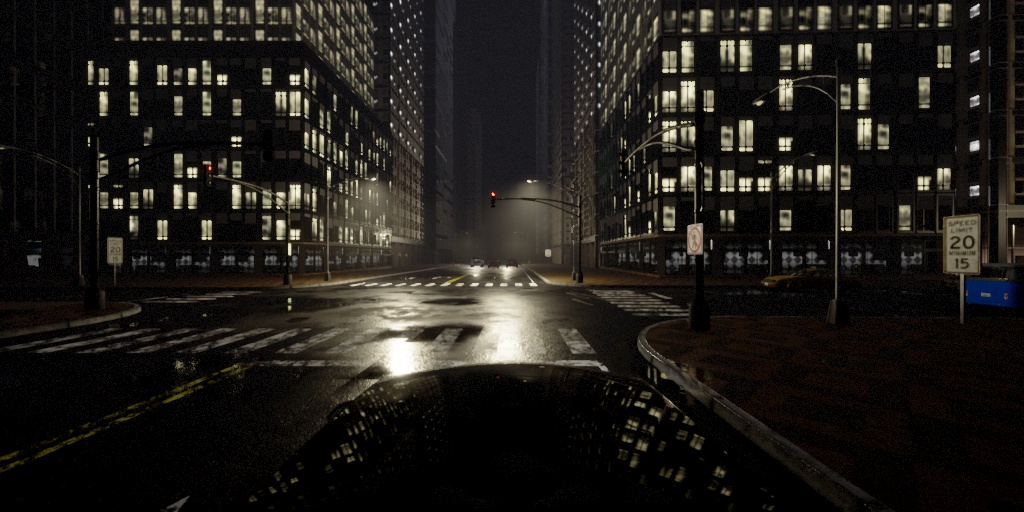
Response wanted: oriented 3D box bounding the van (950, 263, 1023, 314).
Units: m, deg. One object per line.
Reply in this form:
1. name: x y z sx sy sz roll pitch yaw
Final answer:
1. van: 18.360 1.119 12.431 3.998 1.789 1.690 0 0 2

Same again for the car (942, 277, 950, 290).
1. car: 26.925 1.356 20.117 4.207 1.307 1.802 0 0 2

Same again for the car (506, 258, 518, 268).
1. car: 0.010 1.212 63.577 2.097 1.767 4.553 0 0 0

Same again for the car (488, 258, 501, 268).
1. car: -3.240 1.460 63.220 1.895 1.301 4.718 0 0 0

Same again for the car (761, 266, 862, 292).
1. car: 17.091 1.293 20.603 4.829 1.417 1.751 0 0 2
